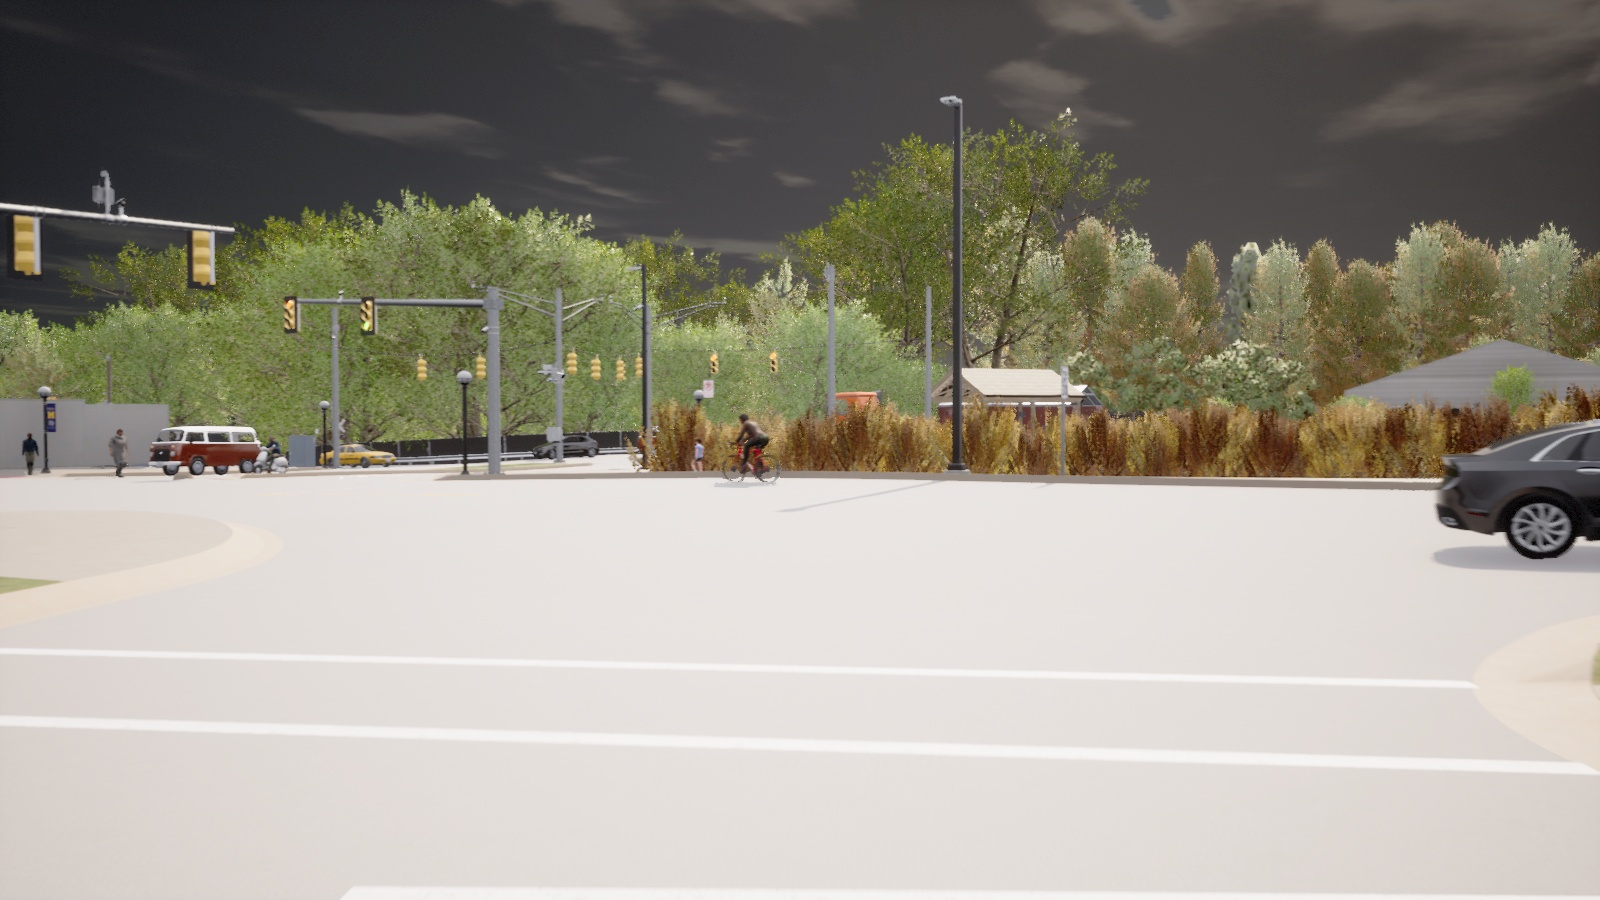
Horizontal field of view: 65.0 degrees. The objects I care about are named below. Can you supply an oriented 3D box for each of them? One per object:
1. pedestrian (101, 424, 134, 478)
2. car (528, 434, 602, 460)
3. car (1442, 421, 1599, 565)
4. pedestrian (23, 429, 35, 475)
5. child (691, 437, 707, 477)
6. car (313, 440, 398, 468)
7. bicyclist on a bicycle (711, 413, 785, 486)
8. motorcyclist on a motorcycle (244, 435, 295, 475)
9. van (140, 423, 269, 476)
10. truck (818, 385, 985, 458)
[{"bbox_3d":[-24.751,0.031,45.543,0.873,1.952,0.659,1,2,28],"label":"pedestrian"},{"bbox_3d":[-14.979,-0.202,80.118,4.193,1.474,1.816,-3,2,-36],"label":"car"},{"bbox_3d":[9.680,0.435,13.472,4.892,1.490,1.837,0,1,30],"label":"car"},{"bbox_3d":[-31.552,0.072,51.372,0.370,1.835,0.726,-1,2,-33],"label":"pedestrian"},{"bbox_3d":[-2.854,0.193,35.404,0.394,1.110,0.255,1,2,38],"label":"child"},{"bbox_3d":[-27.201,0.272,76.786,5.366,1.575,1.801,-1,2,31],"label":"car"},{"bbox_3d":[-1.209,-0.014,29.012,1.656,1.620,0.582,0,3,35],"label":"bicyclist on a bicycle"},{"bbox_3d":[-21.043,0.195,49.828,0.866,1.590,1.817,0,0,21],"label":"motorcyclist on a motorcycle"},{"bbox_3d":[-24.421,-0.002,51.654,2.069,2.038,4.480,-1,-1,25],"label":"van"},{"bbox_3d":[5.138,-1.388,64.201,7.936,3.462,2.891,-1,1,28],"label":"truck"}]
